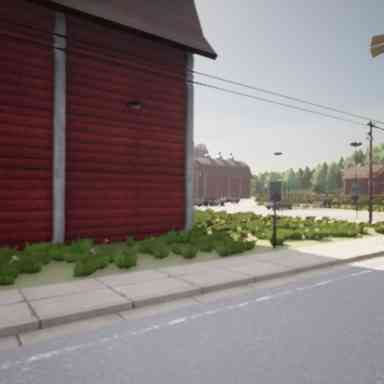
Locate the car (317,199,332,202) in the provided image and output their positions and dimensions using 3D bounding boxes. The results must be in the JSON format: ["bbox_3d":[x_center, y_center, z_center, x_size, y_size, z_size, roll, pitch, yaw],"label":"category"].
[{"bbox_3d":[21.844,1.816,54.824,3.905,1.438,1.784,0,0,-36],"label":"car"}]

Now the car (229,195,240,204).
[{"bbox_3d":[8.430,1.602,72.863,4.605,1.855,1.932,0,0,-36],"label":"car"}]

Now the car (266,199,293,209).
[{"bbox_3d":[12.165,1.724,46.267,4.193,1.474,1.816,0,0,-36],"label":"car"}]

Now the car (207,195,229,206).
[{"bbox_3d":[3.748,1.526,56.814,3.866,1.878,1.905,0,0,-36],"label":"car"}]

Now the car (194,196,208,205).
[{"bbox_3d":[-0.221,1.736,55.395,2.033,1.411,5.357,0,0,-36],"label":"car"}]
